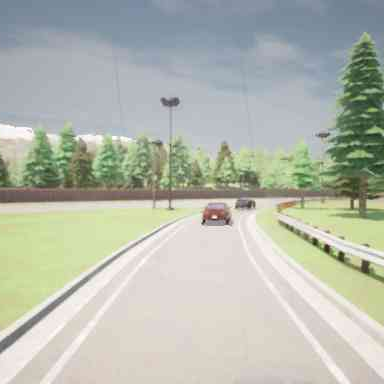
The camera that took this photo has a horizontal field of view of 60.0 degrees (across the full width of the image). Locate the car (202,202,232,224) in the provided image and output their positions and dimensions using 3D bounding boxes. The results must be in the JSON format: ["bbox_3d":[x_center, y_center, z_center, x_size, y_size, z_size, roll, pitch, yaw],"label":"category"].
[{"bbox_3d":[1.804,1.436,23.750,1.812,1.442,4.674,0,0,9],"label":"car"}]

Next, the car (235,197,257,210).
[{"bbox_3d":[6.702,1.346,41.062,2.128,1.511,4.902,0,0,22],"label":"car"}]
